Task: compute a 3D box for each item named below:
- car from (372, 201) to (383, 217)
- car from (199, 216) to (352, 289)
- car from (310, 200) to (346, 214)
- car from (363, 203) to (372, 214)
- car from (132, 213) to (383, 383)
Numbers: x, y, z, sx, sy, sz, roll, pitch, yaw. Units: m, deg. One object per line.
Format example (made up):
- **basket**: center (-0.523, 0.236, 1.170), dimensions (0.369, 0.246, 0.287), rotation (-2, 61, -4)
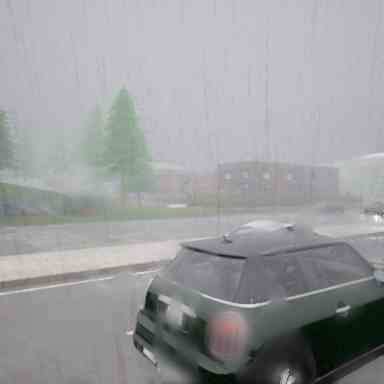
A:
- **car**: center (20.111, 1.695, 32.380), dimensions (4.902, 1.511, 2.128), rotation (0, 0, -35)
- **car**: center (2.623, 1.570, 9.910), dimensions (4.674, 1.442, 1.812), rotation (0, 0, -36)
- **car**: center (15.368, 1.689, 37.602), dimensions (4.902, 1.511, 2.128), rotation (0, 0, -35)
- **car**: center (21.163, 1.785, 37.379), dimensions (4.892, 1.490, 1.837), rotation (0, 0, -35)
- **car**: center (1.542, 1.375, 4.830), dimensions (4.553, 1.767, 2.097), rotation (0, 0, -36)
